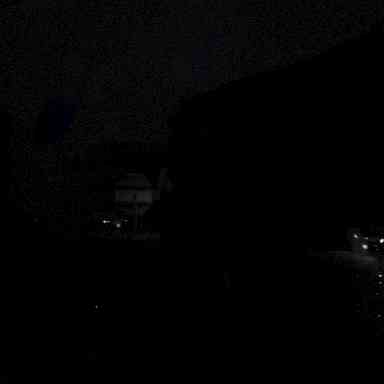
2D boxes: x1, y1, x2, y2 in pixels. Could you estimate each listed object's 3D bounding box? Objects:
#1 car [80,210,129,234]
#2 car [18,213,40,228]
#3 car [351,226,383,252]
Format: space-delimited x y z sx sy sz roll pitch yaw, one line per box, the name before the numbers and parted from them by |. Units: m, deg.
car | -5.908 1.968 22.042 2.128 1.511 4.902 1 -5 -37
car | -19.557 3.371 40.143 2.097 1.767 4.553 1 -4 -37
car | 8.841 1.546 12.385 5.357 1.411 2.033 -1 -1 -9
